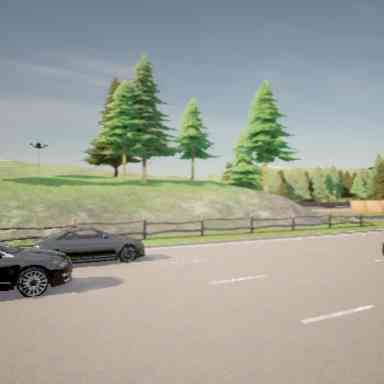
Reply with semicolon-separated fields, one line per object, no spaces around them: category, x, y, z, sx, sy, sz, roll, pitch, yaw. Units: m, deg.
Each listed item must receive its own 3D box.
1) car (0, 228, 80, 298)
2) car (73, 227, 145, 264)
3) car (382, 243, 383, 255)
car;-5.553;1.826;8.162;4.902;1.511;2.128;1;-2;-27
car;-3.979;2.054;12.913;4.181;1.385;1.994;1;-2;-27
car;9.030;1.960;11.778;4.718;1.301;1.895;1;-2;-27
